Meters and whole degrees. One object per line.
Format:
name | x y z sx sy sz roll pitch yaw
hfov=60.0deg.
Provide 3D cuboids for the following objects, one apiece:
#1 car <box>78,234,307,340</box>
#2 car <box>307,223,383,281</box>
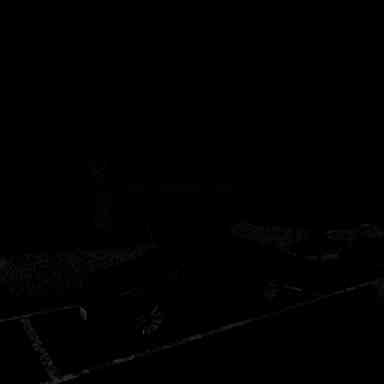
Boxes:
car | 0.043 1.566 6.563 4.313 1.339 1.947 0 0 -35
car | 4.526 1.582 9.752 4.206 1.307 1.802 0 0 -35
